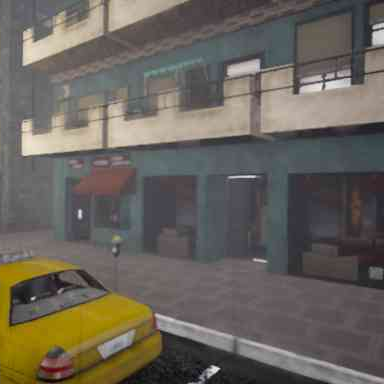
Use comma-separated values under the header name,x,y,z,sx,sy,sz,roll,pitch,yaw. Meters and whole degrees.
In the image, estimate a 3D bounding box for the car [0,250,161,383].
name,x,y,z,sx,sy,sz,roll,pitch,yaw
car,-2.645,1.520,4.749,4.829,1.417,1.752,0,1,36
